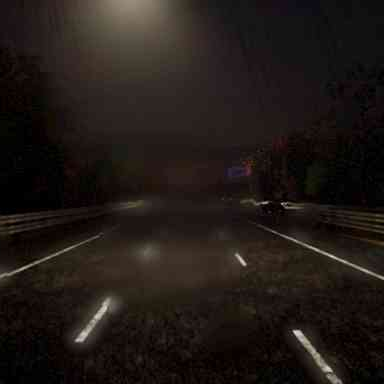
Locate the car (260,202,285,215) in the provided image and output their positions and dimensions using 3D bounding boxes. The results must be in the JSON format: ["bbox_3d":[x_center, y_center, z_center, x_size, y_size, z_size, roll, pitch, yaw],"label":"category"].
[{"bbox_3d":[10.521,2.117,43.684,1.837,1.490,4.892,0,0,-10],"label":"car"}]

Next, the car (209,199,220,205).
[{"bbox_3d":[6.319,2.683,89.162,1.882,1.535,5.008,0,-1,-1],"label":"car"}]

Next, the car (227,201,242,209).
[{"bbox_3d":[7.840,2.339,61.357,2.033,1.411,5.357,0,-1,-6],"label":"car"}]
